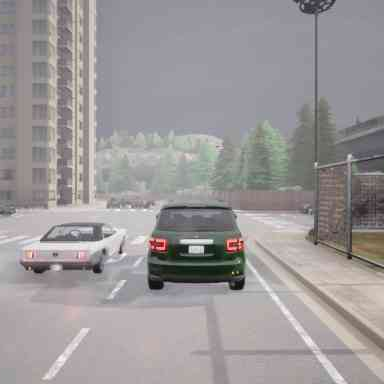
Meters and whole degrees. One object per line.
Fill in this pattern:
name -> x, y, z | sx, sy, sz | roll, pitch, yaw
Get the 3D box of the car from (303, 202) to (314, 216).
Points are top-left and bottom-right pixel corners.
car -> 12.973, 1.547, 29.738 | 4.902, 1.511, 2.128 | 0, 0, 0

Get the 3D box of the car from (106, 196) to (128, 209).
car -> -10.505, 1.505, 46.189 | 1.837, 1.490, 4.892 | 0, 0, 0

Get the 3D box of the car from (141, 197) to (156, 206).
car -> -7.137, 1.547, 55.279 | 2.033, 1.411, 5.357 | 0, 0, -2

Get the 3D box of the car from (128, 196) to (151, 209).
car -> -7.009, 1.352, 45.805 | 2.097, 1.767, 4.553 | 0, 0, 0

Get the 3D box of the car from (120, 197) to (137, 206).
car -> -10.624, 1.547, 55.927 | 2.033, 1.411, 5.357 | 0, 0, -3

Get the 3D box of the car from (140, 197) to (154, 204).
car -> -9.106, 1.600, 66.921 | 1.895, 1.301, 4.718 | 0, 0, -20

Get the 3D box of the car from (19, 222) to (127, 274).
car -> -3.378, 1.601, 10.536 | 1.895, 1.301, 4.718 | 0, 0, 0

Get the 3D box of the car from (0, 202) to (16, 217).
car -> -18.417, 1.550, 29.753 | 4.902, 1.511, 2.128 | 0, 0, 3

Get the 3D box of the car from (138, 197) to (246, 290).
car -> 0.122, 1.221, 9.214 | 2.150, 2.045, 5.566 | 0, 0, 1

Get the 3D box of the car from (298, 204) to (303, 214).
car -> 13.020, 1.407, 33.236 | 4.553, 1.767, 2.097 | 0, 0, 0

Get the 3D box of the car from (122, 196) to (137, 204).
car -> -12.564, 1.547, 66.155 | 2.033, 1.411, 5.357 | 0, 0, -20
